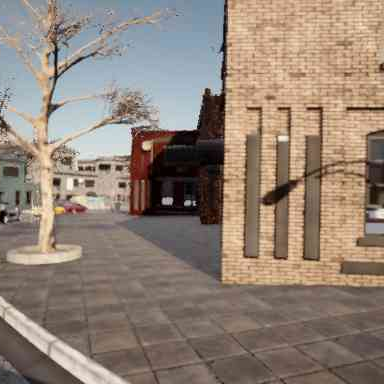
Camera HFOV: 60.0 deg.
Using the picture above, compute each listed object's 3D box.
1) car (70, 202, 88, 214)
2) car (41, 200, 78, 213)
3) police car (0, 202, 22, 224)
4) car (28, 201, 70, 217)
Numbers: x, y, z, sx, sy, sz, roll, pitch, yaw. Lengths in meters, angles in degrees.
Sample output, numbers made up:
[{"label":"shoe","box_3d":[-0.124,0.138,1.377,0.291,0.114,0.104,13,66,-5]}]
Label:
[{"label":"car","box_3d":[-14.778,2.024,41.534,1.812,1.442,4.674,1,-1,12]},{"label":"car","box_3d":[-18.225,1.963,45.961,2.128,1.511,4.902,1,-1,16]},{"label":"police car","box_3d":[-15.312,1.650,26.770,1.930,1.638,5.238,1,-1,-9]},{"label":"car","box_3d":[-15.605,1.839,36.172,1.801,1.575,5.366,1,-1,5]}]
